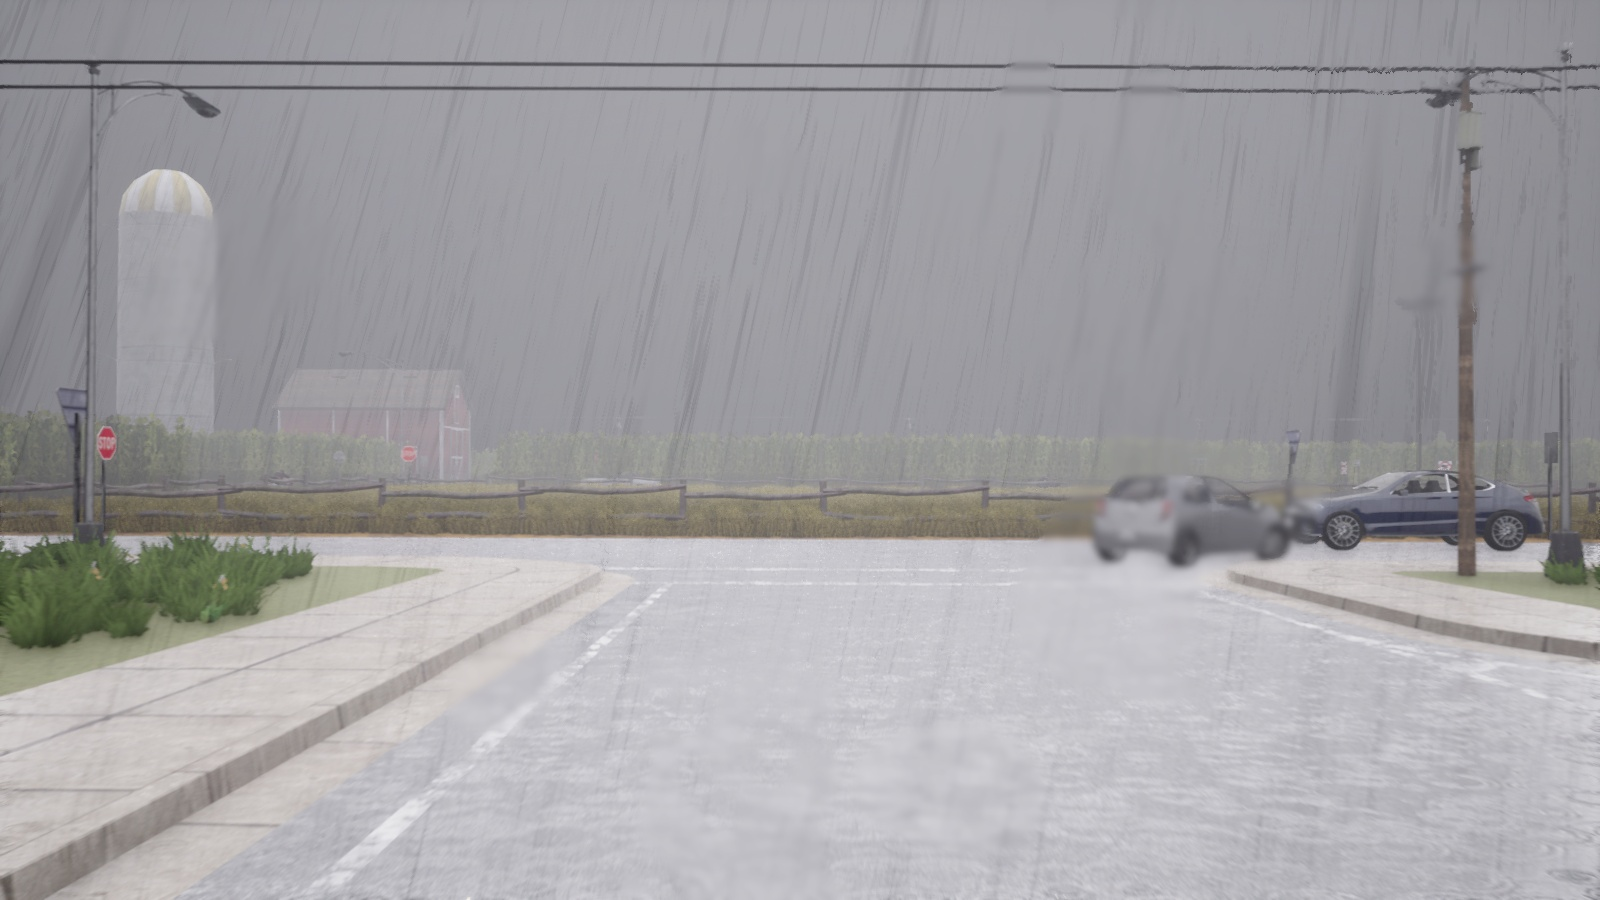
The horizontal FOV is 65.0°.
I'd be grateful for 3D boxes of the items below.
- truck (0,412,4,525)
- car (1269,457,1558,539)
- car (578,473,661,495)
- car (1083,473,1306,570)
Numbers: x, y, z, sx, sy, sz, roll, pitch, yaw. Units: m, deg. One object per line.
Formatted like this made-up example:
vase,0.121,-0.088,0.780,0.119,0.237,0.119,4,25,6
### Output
truck,-25.580,0.517,34.739,2.891,3.462,7.936,0,-1,-7
car,12.810,0.985,26.479,5.027,1.651,2.152,0,-1,1
car,-10.863,2.068,75.923,4.718,1.301,1.895,0,-1,1
car,6.798,1.162,21.530,3.633,1.501,1.845,1,-2,-37
